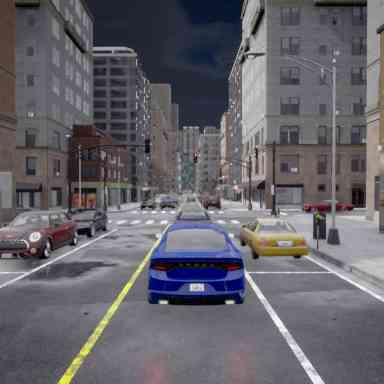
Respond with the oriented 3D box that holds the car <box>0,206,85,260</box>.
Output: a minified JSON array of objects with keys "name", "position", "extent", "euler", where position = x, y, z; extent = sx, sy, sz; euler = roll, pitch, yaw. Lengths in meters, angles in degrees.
[{"name":"car","position":[-5.704,1.441,12.230],"extent":[1.967,1.590,4.097],"euler":[-1,0,0]}]

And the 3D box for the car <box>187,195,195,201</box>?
[{"name":"car","position":[-0.182,1.534,84.497],"extent":[1.895,1.301,4.718],"euler":[0,0,0]}]

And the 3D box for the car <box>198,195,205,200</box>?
[{"name":"car","position":[2.657,1.621,94.890],"extent":[2.008,1.369,4.403],"euler":[-1,0,0]}]

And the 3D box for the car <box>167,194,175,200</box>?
[{"name":"car","position":[-5.882,1.510,94.871],"extent":[1.967,1.590,4.097],"euler":[-1,0,0]}]

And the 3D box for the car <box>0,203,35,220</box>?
[{"name":"car","position":[-16.463,1.736,29.501],"extent":[4.181,1.385,1.994],"euler":[-1,1,1]}]

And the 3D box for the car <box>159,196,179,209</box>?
[{"name":"car","position":[-3.193,1.582,45.347],"extent":[2.033,1.411,5.357],"euler":[0,0,0]}]

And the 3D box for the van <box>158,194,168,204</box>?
[{"name":"van","position":[-5.823,1.396,66.943],"extent":[1.690,1.788,3.998],"euler":[-1,0,0]}]

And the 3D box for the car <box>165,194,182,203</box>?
[{"name":"car","position":[-3.205,1.549,55.998],"extent":[1.837,1.490,4.892],"euler":[0,0,0]}]

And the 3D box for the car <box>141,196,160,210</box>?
[{"name":"car","position":[-5.773,1.600,44.599],"extent":[1.947,1.339,4.313],"euler":[-1,0,0]}]

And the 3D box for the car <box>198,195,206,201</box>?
[{"name":"car","position":[2.668,1.633,89.304],"extent":[1.947,1.339,4.313],"euler":[-1,0,0]}]

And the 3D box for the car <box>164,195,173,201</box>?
[{"name":"car","position":[-5.858,1.505,83.700],"extent":[1.967,1.590,4.097],"euler":[-1,0,0]}]

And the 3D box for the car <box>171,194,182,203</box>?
[{"name":"car","position":[-3.149,1.409,69.304],"extent":[2.097,1.767,4.553],"euler":[0,0,0]}]

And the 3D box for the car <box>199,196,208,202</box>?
[{"name":"car","position":[2.688,1.587,78.303],"extent":[1.752,1.417,4.829],"euler":[-1,0,0]}]

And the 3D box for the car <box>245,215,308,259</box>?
[{"name":"car","position":[2.821,1.527,12.419],"extent":[1.752,1.417,4.829],"euler":[-1,0,0]}]

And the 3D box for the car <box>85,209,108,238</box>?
[{"name":"car","position":[-5.715,1.570,17.726],"extent":[1.947,1.339,4.313],"euler":[-1,0,0]}]

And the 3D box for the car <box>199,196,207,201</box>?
[{"name":"car","position":[2.678,1.631,83.718],"extent":[1.947,1.339,4.313],"euler":[-1,0,0]}]

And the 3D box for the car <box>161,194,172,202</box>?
[{"name":"car","position":[-5.847,1.377,78.115],"extent":[2.192,1.841,5.009],"euler":[-1,0,0]}]

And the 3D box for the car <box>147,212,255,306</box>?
[{"name":"car","position":[0.079,1.478,8.152],"extent":[1.882,1.535,5.008],"euler":[0,0,0]}]

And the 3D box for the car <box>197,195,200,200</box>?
[{"name":"car","position":[2.707,1.370,66.961],"extent":[2.192,1.841,5.009],"euler":[-1,0,0]}]

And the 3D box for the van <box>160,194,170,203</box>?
[{"name":"van","position":[-5.835,1.400,72.529],"extent":[1.690,1.788,3.998],"euler":[-1,0,0]}]

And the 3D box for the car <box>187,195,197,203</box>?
[{"name":"car","position":[-0.159,1.577,74.045],"extent":[2.128,1.511,4.902],"euler":[0,0,0]}]

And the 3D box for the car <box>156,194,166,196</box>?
[{"name":"car","position":[-5.797,1.571,55.601],"extent":[1.752,1.417,4.829],"euler":[-1,0,0]}]

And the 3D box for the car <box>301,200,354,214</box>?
[{"name":"car","position":[13.289,1.457,32.882],"extent":[4.718,1.301,1.895],"euler":[-1,1,-1]}]

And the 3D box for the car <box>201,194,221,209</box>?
[{"name":"car","position":[2.750,1.349,44.617],"extent":[2.192,1.841,5.009],"euler":[-1,0,0]}]

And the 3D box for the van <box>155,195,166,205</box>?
[{"name":"van","position":[-5.811,1.392,61.357],"extent":[1.690,1.788,3.998],"euler":[-1,0,0]}]

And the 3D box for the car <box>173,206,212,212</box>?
[{"name":"car","position":[0.063,1.605,17.515],"extent":[1.895,1.301,4.718],"euler":[0,0,0]}]
